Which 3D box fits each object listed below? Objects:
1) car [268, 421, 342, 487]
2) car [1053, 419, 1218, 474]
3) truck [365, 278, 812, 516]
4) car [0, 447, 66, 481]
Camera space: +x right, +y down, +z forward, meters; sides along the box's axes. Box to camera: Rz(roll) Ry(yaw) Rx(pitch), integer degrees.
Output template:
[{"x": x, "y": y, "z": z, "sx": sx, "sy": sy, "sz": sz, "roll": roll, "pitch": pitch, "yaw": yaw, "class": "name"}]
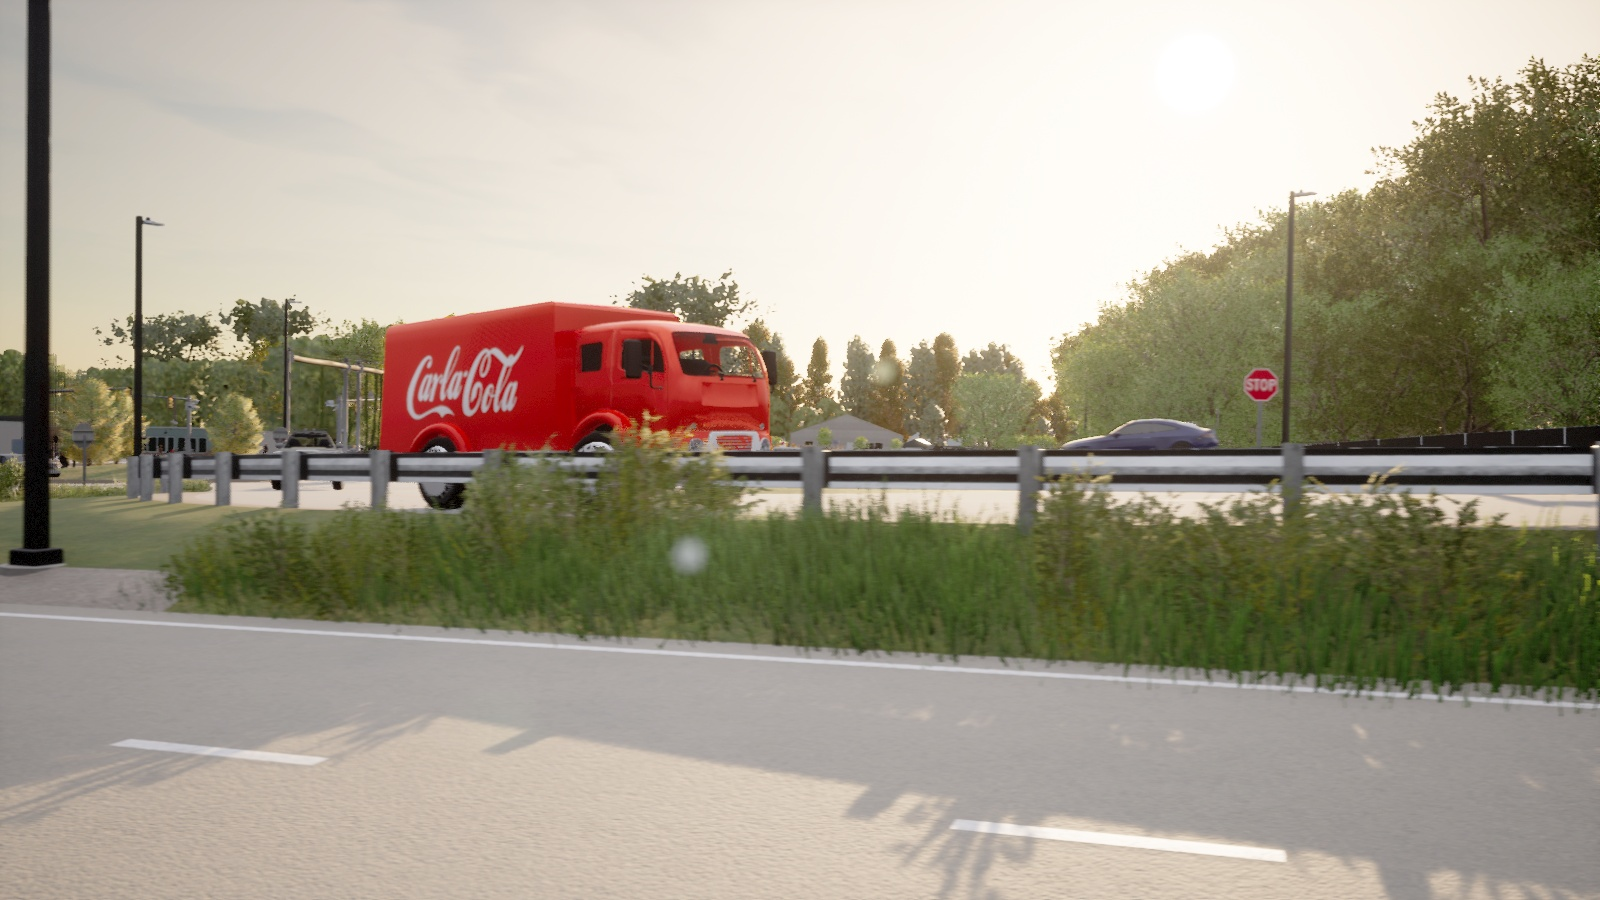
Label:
[{"x": -14.801, "y": 0.169, "z": 37.748, "sx": 1.932, "sy": 1.855, "sz": 4.605, "roll": 1, "pitch": -2, "yaw": -20, "class": "car"}, {"x": 10.268, "y": -0.108, "z": 38.418, "sx": 4.674, "sy": 1.442, "sz": 1.812, "roll": -3, "pitch": 0, "yaw": 19, "class": "car"}, {"x": -2.729, "y": -0.526, "z": 15.613, "sx": 5.204, "sy": 2.467, "sz": 2.627, "roll": -1, "pitch": 0, "yaw": 38, "class": "truck"}, {"x": -35.452, "y": 0.591, "z": 55.603, "sx": 5.357, "sy": 1.411, "sz": 2.033, "roll": 0, "pitch": 1, "yaw": 18, "class": "car"}]
